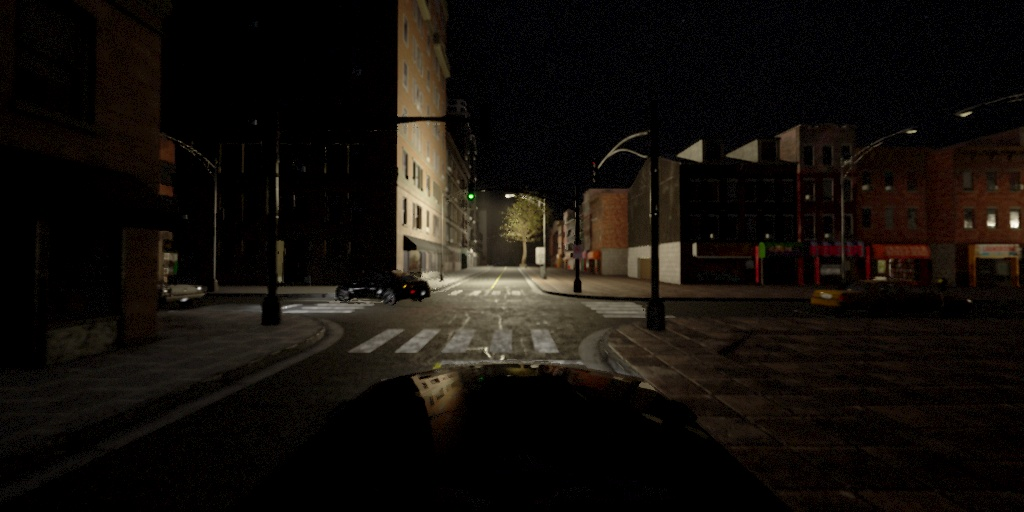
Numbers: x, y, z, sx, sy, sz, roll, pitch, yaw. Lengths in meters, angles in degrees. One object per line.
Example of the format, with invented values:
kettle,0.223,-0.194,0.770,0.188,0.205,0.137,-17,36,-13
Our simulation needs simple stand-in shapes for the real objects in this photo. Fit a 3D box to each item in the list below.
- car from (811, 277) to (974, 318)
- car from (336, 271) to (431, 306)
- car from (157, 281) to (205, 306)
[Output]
car,13.876,1.461,13.192,4.829,1.417,1.751,0,0,0
car,-5.845,1.396,16.257,4.674,1.442,1.812,0,-2,27
car,-14.976,1.390,14.007,4.718,1.301,1.895,0,-1,0
